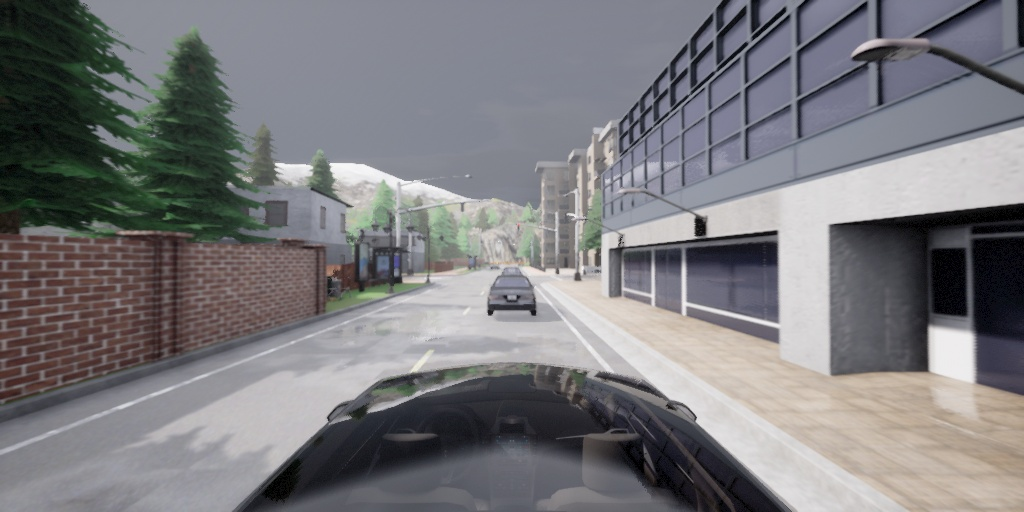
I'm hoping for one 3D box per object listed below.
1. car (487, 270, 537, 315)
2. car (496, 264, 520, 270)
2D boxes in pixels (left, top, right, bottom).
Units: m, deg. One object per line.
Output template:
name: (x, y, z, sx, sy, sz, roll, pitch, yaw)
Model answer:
car: (0.004, 1.439, 14.339, 2.033, 1.411, 5.357, 0, -1, 0)
car: (-0.054, 1.607, 29.338, 2.033, 1.411, 5.357, 0, -1, -2)
